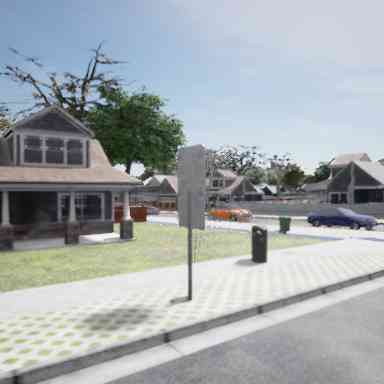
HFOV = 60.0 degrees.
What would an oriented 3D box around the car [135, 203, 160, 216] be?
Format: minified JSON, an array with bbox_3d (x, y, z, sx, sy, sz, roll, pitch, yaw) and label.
[{"bbox_3d":[-6.228,2.315,45.019,2.097,1.767,4.553,0,-1,-38],"label":"car"}]

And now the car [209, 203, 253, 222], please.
[{"bbox_3d":[3.690,1.908,31.822,2.097,1.767,4.553,0,-1,-36],"label":"car"}]

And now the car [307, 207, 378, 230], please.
[{"bbox_3d":[10.147,1.791,22.805,1.812,1.442,4.674,0,-1,-33],"label":"car"}]
